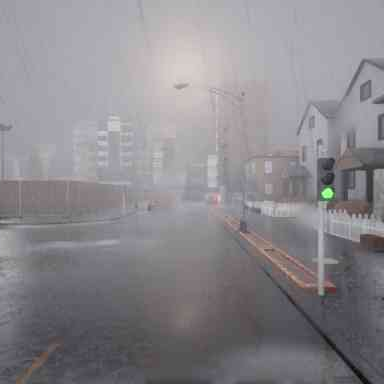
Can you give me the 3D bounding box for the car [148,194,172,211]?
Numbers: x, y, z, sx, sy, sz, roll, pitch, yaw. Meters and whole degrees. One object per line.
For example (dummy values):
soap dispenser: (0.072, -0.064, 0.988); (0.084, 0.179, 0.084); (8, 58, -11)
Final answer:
car: (-4.088, 1.221, 41.156); (2.150, 2.045, 5.566); (0, 0, 0)
